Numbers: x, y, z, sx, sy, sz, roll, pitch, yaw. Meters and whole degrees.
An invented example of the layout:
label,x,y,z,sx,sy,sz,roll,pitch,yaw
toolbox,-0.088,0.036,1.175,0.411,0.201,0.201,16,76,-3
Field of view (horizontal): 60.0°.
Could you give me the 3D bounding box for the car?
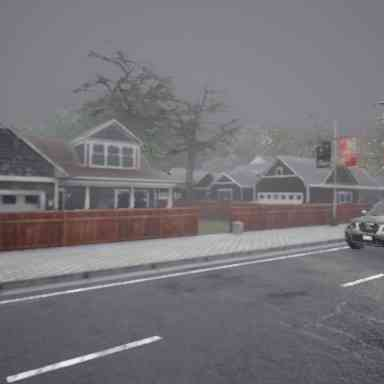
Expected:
label,x,y,z,sx,sy,sz,roll,pitch,yaw
car,8.716,1.365,13.894,5.566,2.045,2.150,1,0,-35
